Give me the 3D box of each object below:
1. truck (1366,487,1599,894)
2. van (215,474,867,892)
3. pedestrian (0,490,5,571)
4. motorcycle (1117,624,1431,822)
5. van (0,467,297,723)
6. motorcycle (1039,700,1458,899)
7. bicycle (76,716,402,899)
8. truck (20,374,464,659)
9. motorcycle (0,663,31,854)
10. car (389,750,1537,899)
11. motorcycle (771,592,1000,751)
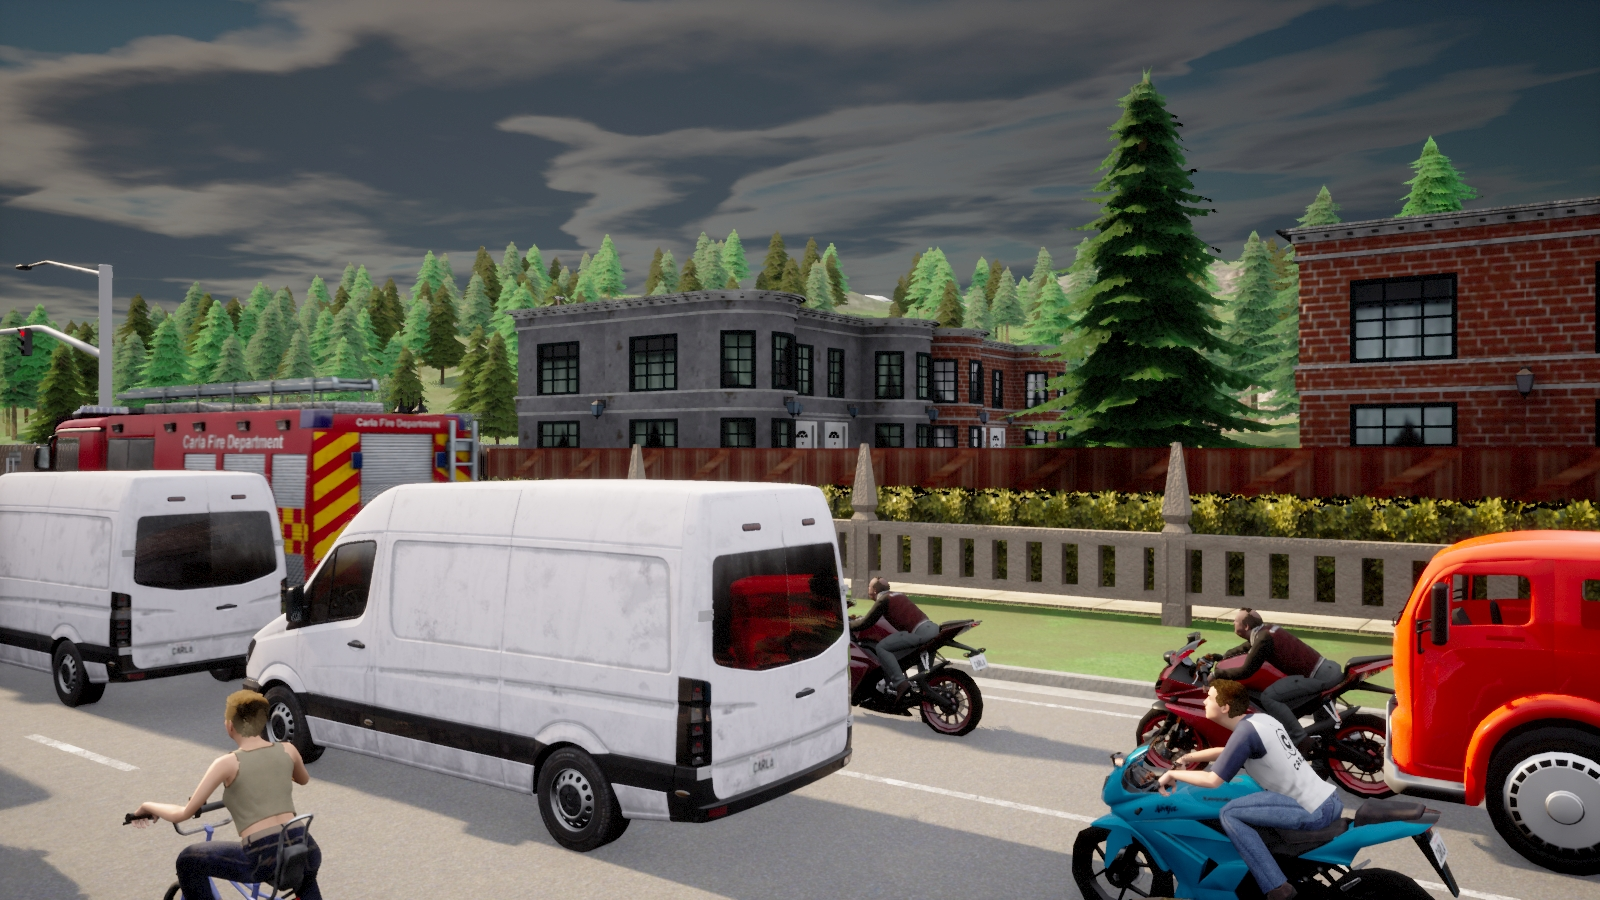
[{"bbox_3d":[6.832,1.569,7.556,5.204,2.467,2.627,0,0,35],"label":"truck"},{"bbox_3d":[-2.471,1.534,9.781,5.915,2.561,1.988,0,0,35],"label":"van"},{"bbox_3d":[-18.620,1.849,26.320,0.375,1.860,0.375,0,0,35],"label":"pedestrian"},{"bbox_3d":[3.951,2.213,9.610,2.209,1.251,0.867,-4,4,36],"label":"motorcycle"},{"bbox_3d":[-8.890,1.534,14.280,5.915,2.561,1.988,0,0,35],"label":"van"},{"bbox_3d":[2.445,2.186,6.345,2.033,1.199,0.803,0,0,35],"label":"motorcycle"},{"bbox_3d":[-2.833,2.158,5.746,1.487,1.277,0.859,0,0,35],"label":"bicycle"},{"bbox_3d":[-9.519,0.891,18.991,8.468,3.827,2.891,0,0,35],"label":"truck"},{"bbox_3d":[-6.637,2.205,8.422,2.209,1.251,0.867,0,0,35],"label":"motorcycle"},{"bbox_3d":[0.956,2.066,3.117,4.193,1.474,1.816,0,0,35],"label":"car"},{"bbox_3d":[0.853,2.205,11.733,2.209,1.251,0.867,0,0,35],"label":"motorcycle"}]
